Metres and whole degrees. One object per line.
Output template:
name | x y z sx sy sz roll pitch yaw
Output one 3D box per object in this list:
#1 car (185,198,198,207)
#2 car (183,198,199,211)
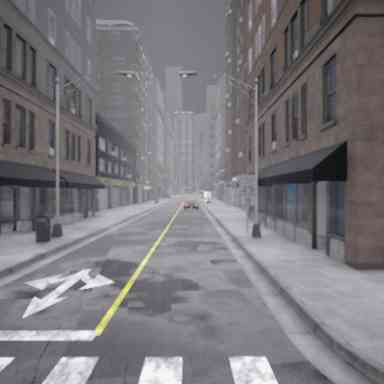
car | -0.124 1.586 51.351 1.895 1.301 4.718 0 0 0
car | -0.098 1.591 41.300 1.895 1.301 4.718 0 0 0
